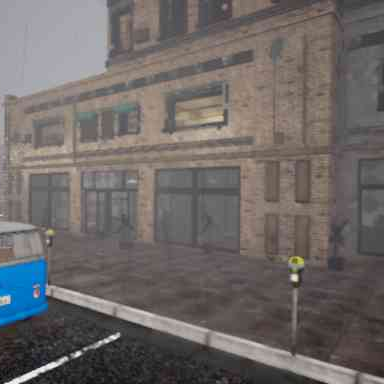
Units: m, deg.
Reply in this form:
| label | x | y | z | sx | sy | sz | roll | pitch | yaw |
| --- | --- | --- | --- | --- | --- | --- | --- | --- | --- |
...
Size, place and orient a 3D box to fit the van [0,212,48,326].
| label | x | y | z | sx | sy | sz | roll | pitch | yaw |
| --- | --- | --- | --- | --- | --- | --- | --- | --- | --- |
| van | -4.285 | 1.363 | 5.915 | 3.998 | 1.788 | 1.690 | 0 | 1 | 36 |

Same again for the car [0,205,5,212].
| label | x | y | z | sx | sy | sz | roll | pitch | yaw |
| --- | --- | --- | --- | --- | --- | --- | --- | --- | --- |
| car | -17.429 | 1.908 | 32.177 | 1.947 | 1.339 | 4.313 | 0 | 0 | 36 |
